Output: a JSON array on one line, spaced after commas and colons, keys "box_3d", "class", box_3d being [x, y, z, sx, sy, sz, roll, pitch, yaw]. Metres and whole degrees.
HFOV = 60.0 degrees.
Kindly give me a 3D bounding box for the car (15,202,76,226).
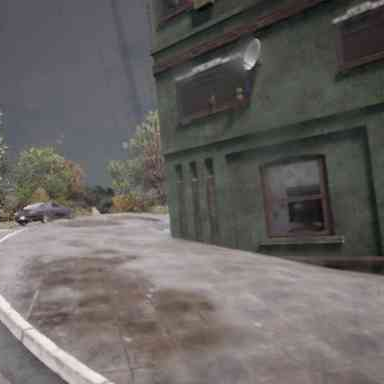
[{"box_3d": [-9.817, 1.409, 22.534, 1.812, 1.442, 4.674, -7, -1, 12], "class": "car"}]
